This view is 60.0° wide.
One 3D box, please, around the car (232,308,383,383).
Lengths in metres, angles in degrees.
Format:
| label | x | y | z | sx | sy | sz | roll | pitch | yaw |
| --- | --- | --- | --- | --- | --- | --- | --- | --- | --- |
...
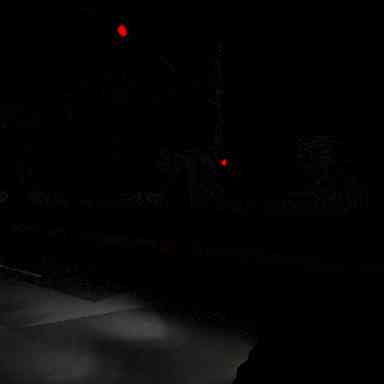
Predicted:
| label | x | y | z | sx | sy | sz | roll | pitch | yaw |
| --- | --- | --- | --- | --- | --- | --- | --- | --- | --- |
| car | 2.615 | 1.600 | 2.128 | 4.718 | 1.301 | 1.895 | 0 | 0 | 36 |
